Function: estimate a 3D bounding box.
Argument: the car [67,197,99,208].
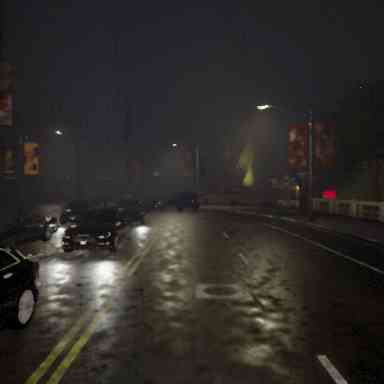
[{"bbox_3d":[-7.818,1.369,23.177,1.837,1.490,4.892,0,0,-10],"label":"car"}]

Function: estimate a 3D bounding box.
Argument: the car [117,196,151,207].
[{"bbox_3d":[-8.024,1.281,45.763,2.033,1.411,5.357,0,0,-44],"label":"car"}]

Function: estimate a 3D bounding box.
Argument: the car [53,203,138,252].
[{"bbox_3d":[-3.617,1.426,13.490,1.837,1.490,4.892,0,0,0],"label":"car"}]

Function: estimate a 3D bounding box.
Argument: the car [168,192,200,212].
[{"bbox_3d":[-1.209,1.013,35.823,2.150,2.045,5.566,0,0,-29],"label":"car"}]

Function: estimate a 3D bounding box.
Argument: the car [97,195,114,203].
[{"bbox_3d":[-12.035,1.244,44.843,4.892,1.490,1.837,1,0,45],"label":"car"}]

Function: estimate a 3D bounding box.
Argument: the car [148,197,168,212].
[{"bbox_3d":[-4.511,1.363,34.559,1.994,1.385,4.181,0,0,-29],"label":"car"}]

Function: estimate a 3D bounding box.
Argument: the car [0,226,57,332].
[{"bbox_3d":[-3.608,1.481,4.061,1.837,1.490,4.892,0,0,0],"label":"car"}]

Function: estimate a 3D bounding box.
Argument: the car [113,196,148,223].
[{"bbox_3d":[-4.402,1.338,23.886,1.882,1.535,5.008,0,0,-10],"label":"car"}]

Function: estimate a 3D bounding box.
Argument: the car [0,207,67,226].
[{"bbox_3d":[-7.110,1.470,13.148,2.033,1.411,5.357,0,0,0],"label":"car"}]
